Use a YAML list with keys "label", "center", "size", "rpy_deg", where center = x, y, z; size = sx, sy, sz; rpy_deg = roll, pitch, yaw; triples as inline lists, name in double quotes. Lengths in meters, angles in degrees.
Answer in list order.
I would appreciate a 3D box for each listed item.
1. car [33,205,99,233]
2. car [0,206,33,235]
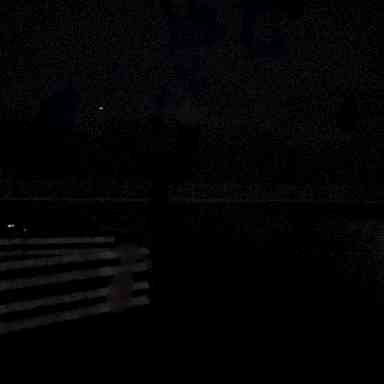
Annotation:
- label: "car"
  center: [-7.435, 1.415, 17.966]
  size: [4.674, 1.442, 1.812]
  rpy_deg: [1, 0, -15]
- label: "car"
  center: [-9.597, 1.355, 13.765]
  size: [4.902, 1.511, 2.128]
  rpy_deg: [1, 0, -15]
